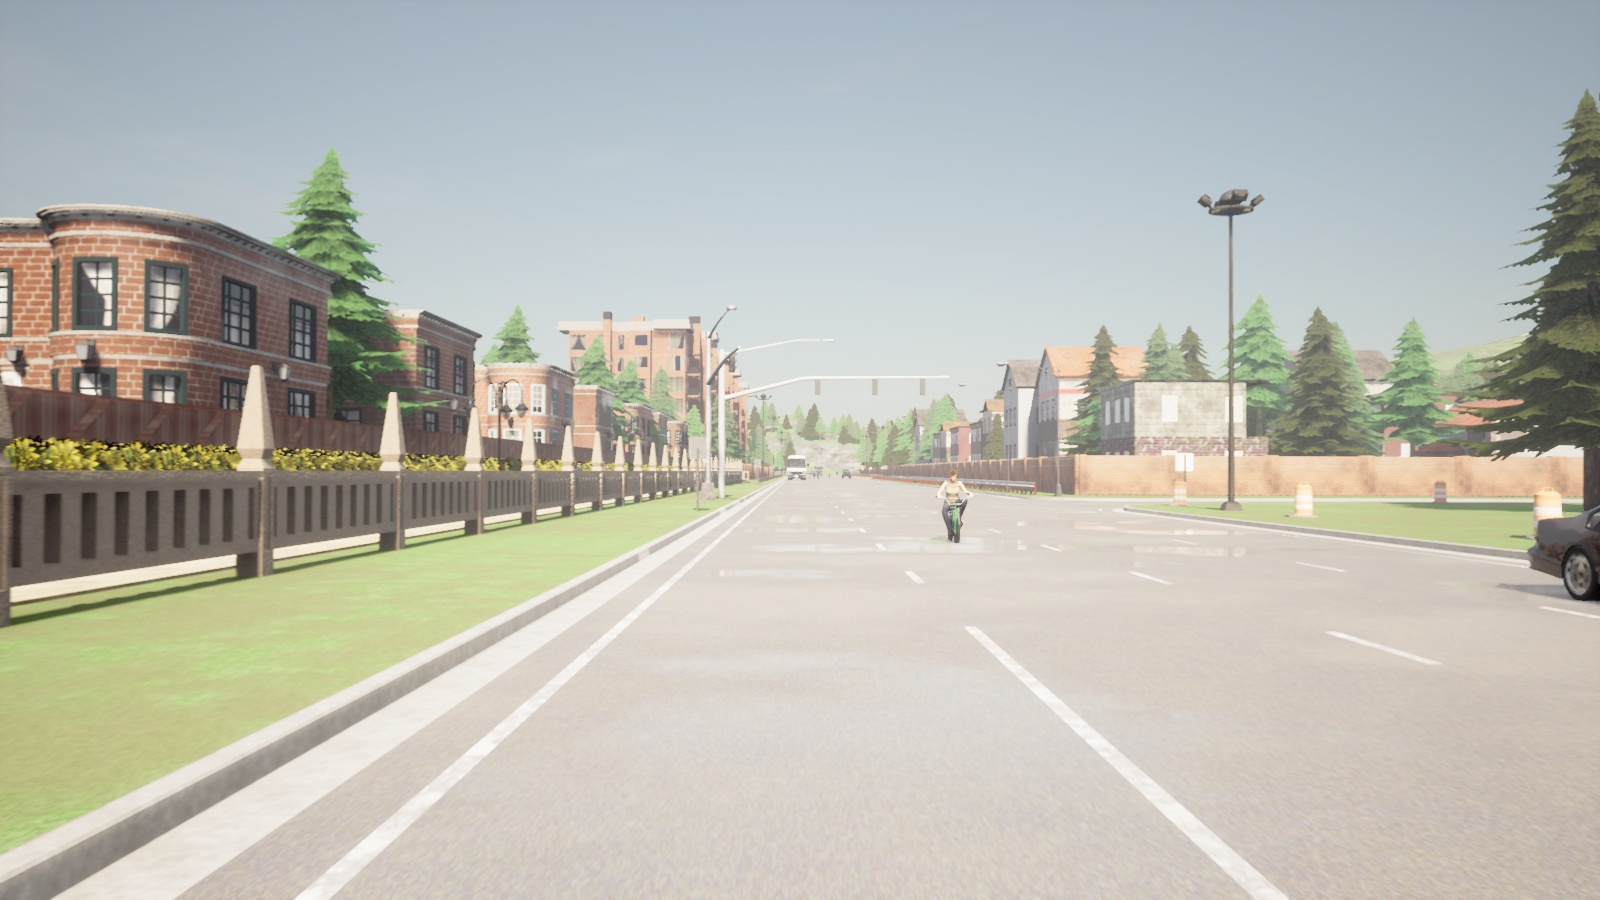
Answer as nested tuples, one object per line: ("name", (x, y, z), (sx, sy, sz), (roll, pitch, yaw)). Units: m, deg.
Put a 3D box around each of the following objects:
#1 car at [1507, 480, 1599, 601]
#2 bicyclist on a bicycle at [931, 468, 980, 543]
("car", (10.466, 1.056, 14.076), (2.033, 1.411, 5.357), (0, -1, 0))
("bicyclist on a bicycle", (3.402, 1.200, 27.628), (0.866, 1.612, 1.509), (0, -1, -1))
